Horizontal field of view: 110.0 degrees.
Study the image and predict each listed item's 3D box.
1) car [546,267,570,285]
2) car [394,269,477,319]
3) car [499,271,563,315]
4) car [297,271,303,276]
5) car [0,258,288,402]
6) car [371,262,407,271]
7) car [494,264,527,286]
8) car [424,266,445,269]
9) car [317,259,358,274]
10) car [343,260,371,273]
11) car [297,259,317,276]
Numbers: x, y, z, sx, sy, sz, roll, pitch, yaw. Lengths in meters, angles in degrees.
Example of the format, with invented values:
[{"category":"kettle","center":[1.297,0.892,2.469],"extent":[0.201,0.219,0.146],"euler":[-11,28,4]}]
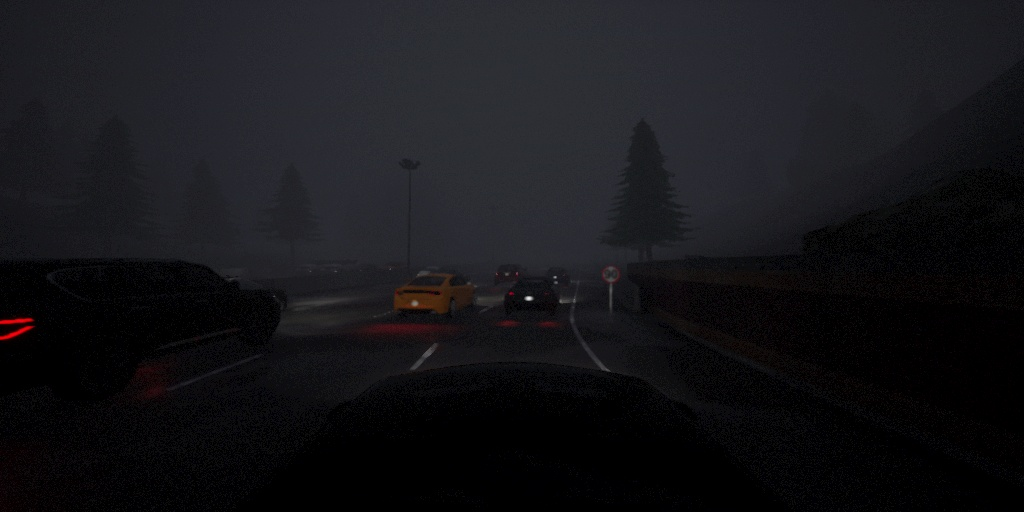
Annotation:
[{"category":"car","center":[3.686,1.596,29.312],"extent":[1.994,1.385,4.181],"euler":[0,0,11]},{"category":"car","center":[-2.759,1.421,13.955],"extent":[1.882,1.535,5.008],"euler":[0,-1,8]},{"category":"car","center":[0.939,1.509,14.836],"extent":[1.994,1.385,4.181],"euler":[0,-1,9]},{"category":"car","center":[-9.966,1.424,12.272],"extent":[2.128,1.511,4.902],"euler":[0,-1,7]},{"category":"car","center":[-6.874,1.059,6.653],"extent":[2.150,2.045,5.566],"euler":[0,-1,-1]},{"category":"car","center":[-14.896,1.499,44.509],"extent":[2.097,1.767,4.553],"euler":[0,0,11]},{"category":"car","center":[0.039,1.400,28.932],"extent":[2.097,1.767,4.553],"euler":[0,0,11]},{"category":"car","center":[-4.439,1.591,24.407],"extent":[2.033,1.411,5.357],"euler":[0,0,11]},{"category":"car","center":[-21.736,1.404,45.999],"extent":[2.150,2.045,5.566],"euler":[0,0,11]},{"category":"car","center":[-18.371,1.643,44.973],"extent":[1.882,1.535,5.008],"euler":[0,0,11]},{"category":"car","center":[-25.178,1.424,46.620],"extent":[2.150,2.045,5.566],"euler":[0,0,11]}]
